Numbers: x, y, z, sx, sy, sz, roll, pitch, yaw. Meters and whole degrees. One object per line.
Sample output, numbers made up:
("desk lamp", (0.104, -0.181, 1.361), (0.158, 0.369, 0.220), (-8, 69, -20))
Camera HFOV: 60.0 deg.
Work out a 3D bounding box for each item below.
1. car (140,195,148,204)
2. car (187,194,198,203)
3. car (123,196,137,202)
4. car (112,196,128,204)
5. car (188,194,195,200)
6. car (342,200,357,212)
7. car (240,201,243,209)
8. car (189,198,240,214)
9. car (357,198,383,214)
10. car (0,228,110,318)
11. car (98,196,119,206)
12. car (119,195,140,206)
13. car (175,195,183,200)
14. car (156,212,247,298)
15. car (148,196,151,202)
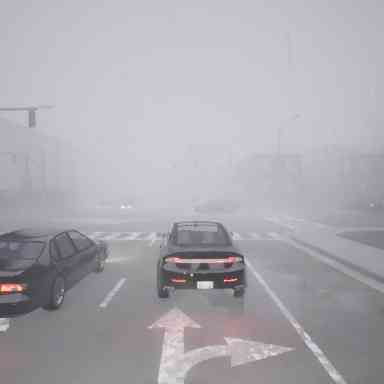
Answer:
("car", (-10.542, 1.352, 65.060), (2.097, 1.767, 4.553), (0, 0, 0))
("car", (0.092, 1.352, 67.554), (2.097, 1.767, 4.553), (0, 0, 0))
("car", (-14.009, 1.540, 75.583), (2.033, 1.411, 5.357), (0, 0, 0))
("car", (-14.035, 1.547, 64.962), (2.033, 1.411, 5.357), (0, 0, 0))
("car", (-0.011, 1.478, 92.774), (1.882, 1.535, 5.008), (0, 0, 0))
("car", (20.116, 1.491, 38.780), (4.902, 1.511, 2.128), (0, 0, 0))
("car", (3.823, 1.507, 40.643), (4.892, 1.490, 1.837), (1, 2, 27))
("car", (2.286, 1.564, 33.951), (4.181, 1.385, 1.994), (0, 0, -17))
("car", (20.539, 1.351, 35.278), (4.553, 1.767, 2.097), (0, 0, 0))
("car", (-3.432, 1.547, 7.712), (2.033, 1.411, 5.357), (0, 0, 0))
("car", (-14.084, 1.601, 55.291), (1.895, 1.301, 4.718), (0, 0, 0))
("car", (-10.582, 1.491, 56.094), (2.128, 1.511, 4.902), (0, 0, 0))
("car", (-3.511, 1.524, 92.936), (1.812, 1.442, 4.674), (0, 0, 0))
("car", (0.114, 1.492, 8.517), (2.128, 1.511, 4.902), (0, 0, -3))
("car", (-10.509, 1.525, 75.248), (2.128, 1.511, 4.902), (0, 0, 0))
